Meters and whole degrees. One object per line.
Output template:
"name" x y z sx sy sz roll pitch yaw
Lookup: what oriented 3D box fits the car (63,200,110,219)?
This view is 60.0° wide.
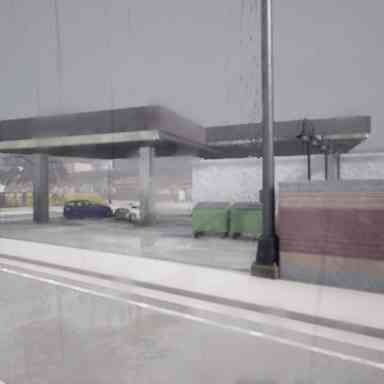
"car" -9.784 1.586 31.450 2.242 1.667 4.611 -1 0 37

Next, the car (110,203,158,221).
"car" -4.708 1.683 28.650 1.970 1.475 3.806 -1 0 37
